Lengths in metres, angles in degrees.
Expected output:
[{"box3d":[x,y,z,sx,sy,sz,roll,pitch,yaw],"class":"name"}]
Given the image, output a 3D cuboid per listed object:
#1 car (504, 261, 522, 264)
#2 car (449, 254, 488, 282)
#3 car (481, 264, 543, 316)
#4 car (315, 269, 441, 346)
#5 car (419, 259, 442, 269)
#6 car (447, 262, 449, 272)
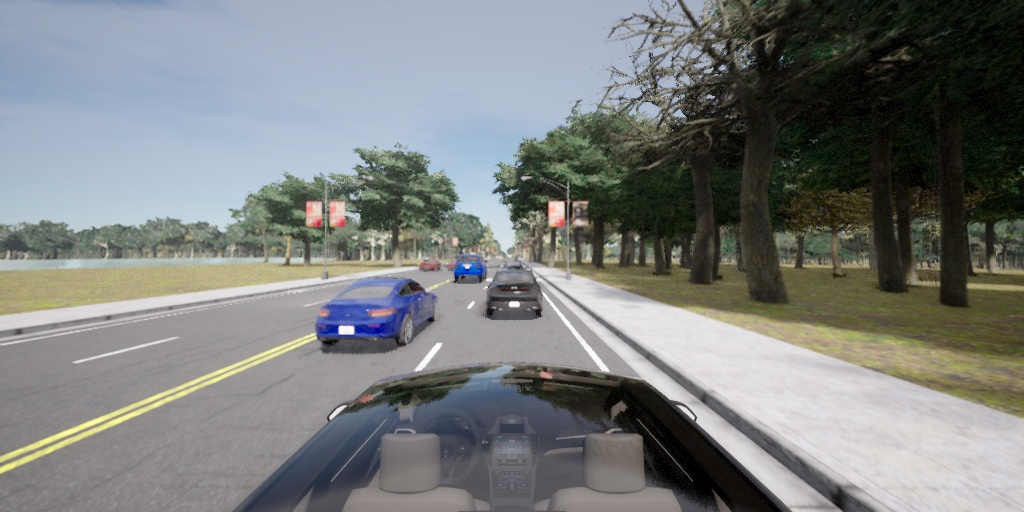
[{"box3d":[0.079,1.157,29.165,2.128,1.511,4.902,0,0,0],"class":"car"},{"box3d":[-3.173,0.889,28.119,2.150,2.045,5.566,0,0,0],"class":"car"},{"box3d":[0.080,1.218,13.211,1.837,1.490,4.892,0,0,0],"class":"car"},{"box3d":[-3.183,1.252,9.239,1.812,1.442,4.674,0,0,0],"class":"car"},{"box3d":[-9.847,1.101,43.453,1.882,1.535,5.008,0,0,0],"class":"car"},{"box3d":[-6.597,1.101,43.455,1.882,1.535,5.008,0,0,0],"class":"car"}]
